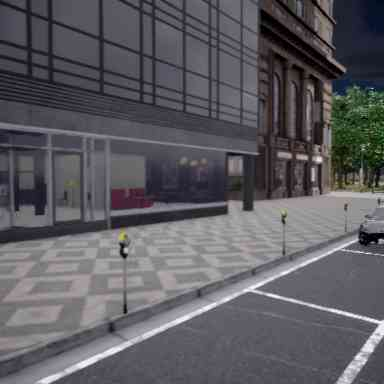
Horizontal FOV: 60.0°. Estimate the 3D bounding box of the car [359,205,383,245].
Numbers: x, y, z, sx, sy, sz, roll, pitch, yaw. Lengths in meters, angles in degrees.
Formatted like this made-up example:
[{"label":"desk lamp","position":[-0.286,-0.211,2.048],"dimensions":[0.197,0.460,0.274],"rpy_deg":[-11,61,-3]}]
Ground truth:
[{"label":"car","position":[7.526,1.154,12.141],"dimensions":[1.947,1.339,4.313],"rpy_deg":[2,2,42]}]
